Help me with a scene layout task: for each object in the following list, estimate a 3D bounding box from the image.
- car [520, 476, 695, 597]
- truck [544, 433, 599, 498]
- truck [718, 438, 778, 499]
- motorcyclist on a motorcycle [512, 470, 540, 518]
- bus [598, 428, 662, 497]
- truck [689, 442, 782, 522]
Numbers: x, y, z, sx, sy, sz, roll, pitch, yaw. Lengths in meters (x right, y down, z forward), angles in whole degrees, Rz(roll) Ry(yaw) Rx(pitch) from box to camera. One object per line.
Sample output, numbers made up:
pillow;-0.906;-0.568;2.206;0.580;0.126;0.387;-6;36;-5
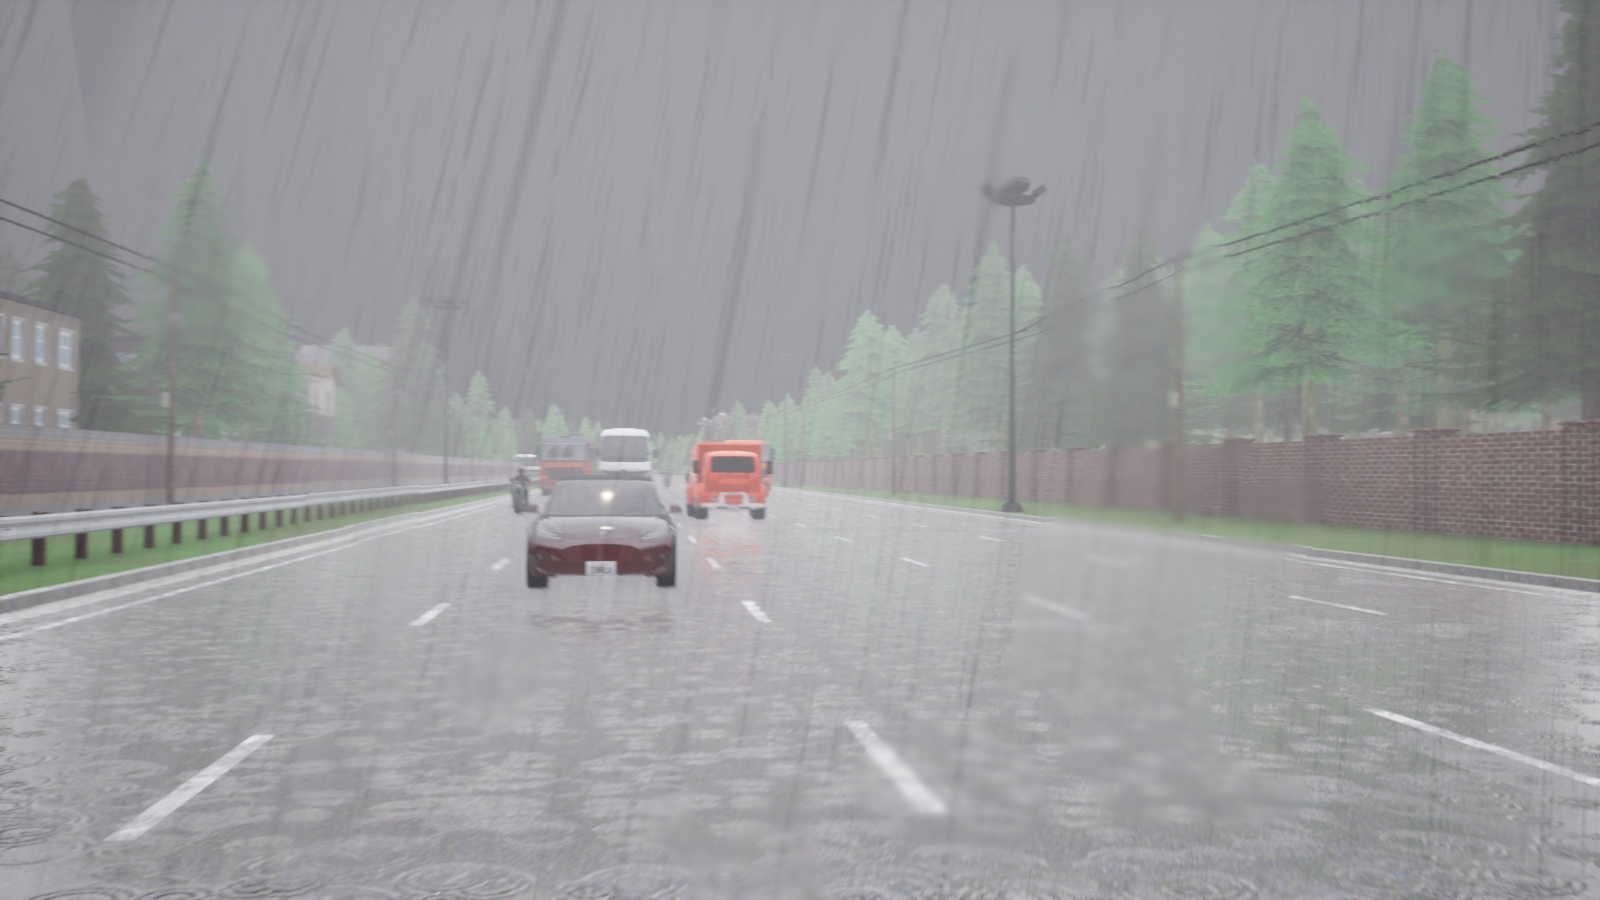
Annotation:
car;-2.717;1.124;18.127;2.163;1.488;4.792;0;-1;-7
truck;-14.006;0.975;77.454;2.891;3.827;8.468;0;-1;-7
truck;-3.234;1.117;76.058;2.891;3.462;7.936;0;-1;-7
motorcyclist on a motorcycle;-9.689;1.528;44.438;0.766;1.649;2.350;0;-1;-7
bus;-11.149;0.845;82.600;3.944;4.253;10.273;0;-1;-7
truck;-2.200;1.024;41.162;2.627;2.467;5.204;0;-1;-7
